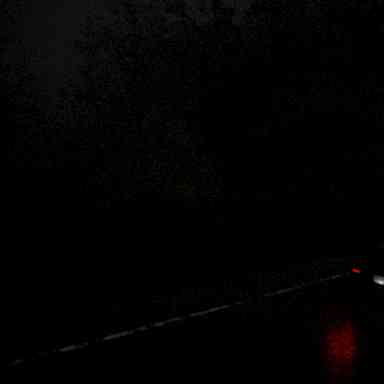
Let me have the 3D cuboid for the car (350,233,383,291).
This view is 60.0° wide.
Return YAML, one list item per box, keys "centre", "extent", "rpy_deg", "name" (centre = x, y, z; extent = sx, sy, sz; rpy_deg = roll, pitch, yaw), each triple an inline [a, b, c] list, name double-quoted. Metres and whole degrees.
- centre: [5.468, 1.496, 7.653]
  extent: [4.674, 1.442, 1.812]
  rpy_deg: [0, 0, -36]
  name: "car"
